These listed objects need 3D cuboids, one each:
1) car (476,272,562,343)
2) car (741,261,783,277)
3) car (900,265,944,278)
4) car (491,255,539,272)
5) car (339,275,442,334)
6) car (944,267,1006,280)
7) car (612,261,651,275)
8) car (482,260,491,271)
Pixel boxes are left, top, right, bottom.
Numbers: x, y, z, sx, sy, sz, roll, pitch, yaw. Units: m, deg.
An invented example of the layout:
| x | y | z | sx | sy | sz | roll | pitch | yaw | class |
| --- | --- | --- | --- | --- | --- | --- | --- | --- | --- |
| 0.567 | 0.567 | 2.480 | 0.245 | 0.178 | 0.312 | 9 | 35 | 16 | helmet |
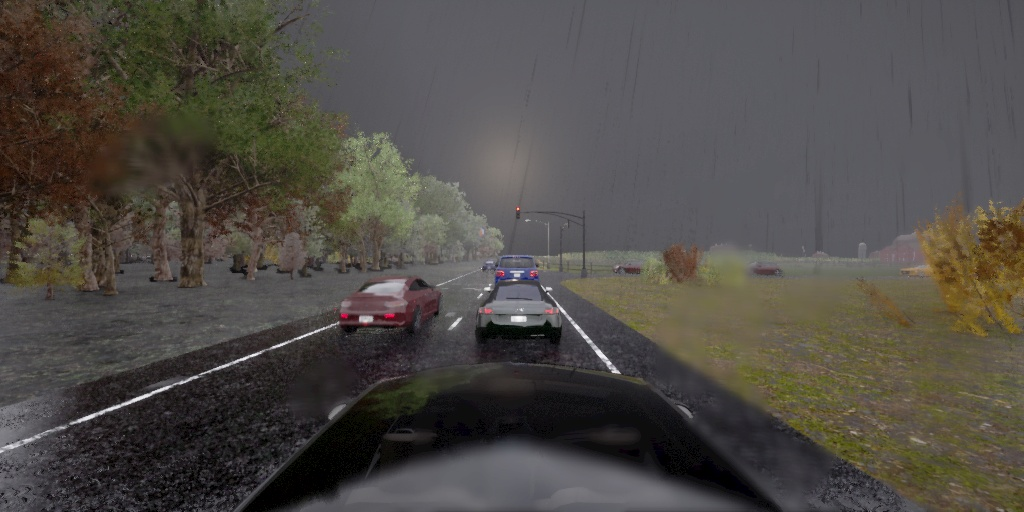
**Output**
| x | y | z | sx | sy | sz | roll | pitch | yaw | class |
| --- | --- | --- | --- | --- | --- | --- | --- | --- | --- |
| 0.169 | 1.316 | 9.672 | 1.994 | 1.385 | 4.181 | 0 | 0 | 1 | car |
| 28.780 | 1.470 | 41.900 | 4.553 | 1.767 | 2.097 | 1 | -1 | 1 | car |
| 48.191 | 1.808 | 41.578 | 5.008 | 1.535 | 1.882 | 1 | -1 | 1 | car |
| 0.263 | 0.976 | 19.085 | 2.150 | 2.045 | 5.566 | 0 | 0 | 1 | car |
| -3.321 | 1.278 | 10.511 | 1.812 | 1.442 | 4.674 | 0 | 0 | 1 | car |
| 49.441 | 1.849 | 37.981 | 4.181 | 1.385 | 1.994 | 1 | -1 | 2 | car |
| 14.152 | 1.314 | 42.301 | 4.553 | 1.767 | 2.097 | 1 | -1 | 3 | car |
| -2.949 | 1.283 | 49.204 | 1.812 | 1.442 | 4.674 | 0 | 0 | 1 | car |
